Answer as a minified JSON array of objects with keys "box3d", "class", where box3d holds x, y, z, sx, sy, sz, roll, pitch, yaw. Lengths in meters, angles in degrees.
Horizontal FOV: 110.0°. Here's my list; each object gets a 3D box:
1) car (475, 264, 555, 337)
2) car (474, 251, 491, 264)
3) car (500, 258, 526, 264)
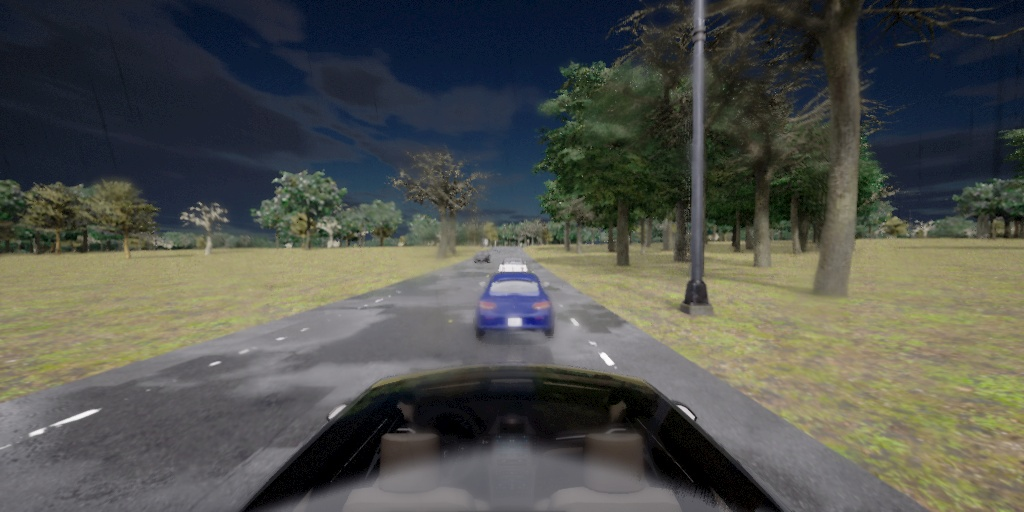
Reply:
[{"box3d":[0.073,1.126,9.609,1.812,1.442,4.674,0,1,0],"class":"car"},{"box3d":[-3.582,0.155,43.873,1.837,1.490,4.892,0,2,0],"class":"car"},{"box3d":[0.083,0.796,26.176,1.895,1.301,4.718,0,2,0],"class":"car"}]
